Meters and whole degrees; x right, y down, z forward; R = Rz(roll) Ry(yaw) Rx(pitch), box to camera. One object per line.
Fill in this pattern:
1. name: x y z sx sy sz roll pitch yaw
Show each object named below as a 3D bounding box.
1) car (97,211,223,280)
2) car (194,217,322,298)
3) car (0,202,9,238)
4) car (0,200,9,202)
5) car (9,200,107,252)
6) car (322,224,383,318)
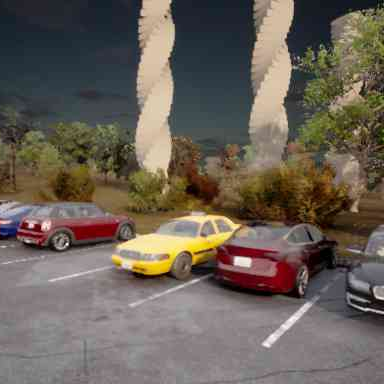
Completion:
1. car: -0.002 1.397 10.109 1.946 1.575 5.366 1 1 35
2. car: 2.375 1.470 8.691 2.163 1.488 4.792 1 1 35
3. car: -6.645 1.300 15.029 2.002 1.452 4.674 1 1 35
4. car: -8.891 1.247 16.622 2.002 1.452 4.674 1 1 35
5. car: -4.405 1.187 13.410 2.185 1.767 4.553 1 1 35
6. car: 4.608 1.476 7.084 2.231 1.521 4.892 1 1 35
